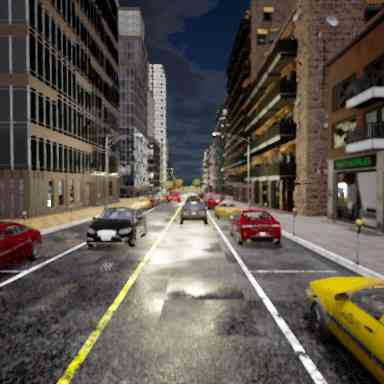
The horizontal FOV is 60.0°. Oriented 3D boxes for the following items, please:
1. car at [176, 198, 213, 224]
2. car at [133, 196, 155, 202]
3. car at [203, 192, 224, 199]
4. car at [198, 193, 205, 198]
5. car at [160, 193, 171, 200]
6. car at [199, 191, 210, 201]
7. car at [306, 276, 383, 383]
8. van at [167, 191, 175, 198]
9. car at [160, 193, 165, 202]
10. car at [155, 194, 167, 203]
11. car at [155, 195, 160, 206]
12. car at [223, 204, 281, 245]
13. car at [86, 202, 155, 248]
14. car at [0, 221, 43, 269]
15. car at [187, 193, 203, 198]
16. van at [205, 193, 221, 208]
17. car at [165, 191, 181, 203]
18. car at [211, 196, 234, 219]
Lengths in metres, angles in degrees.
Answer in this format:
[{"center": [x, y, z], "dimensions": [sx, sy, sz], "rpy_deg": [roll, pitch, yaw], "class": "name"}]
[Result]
[{"center": [0.112, 1.383, 23.285], "dimensions": [2.033, 1.411, 5.357], "rpy_deg": [0, 0, 0], "class": "car"}, {"center": [-5.654, 1.263, 37.591], "dimensions": [1.752, 1.417, 4.829], "rpy_deg": [-1, 0, 0], "class": "car"}, {"center": [2.689, 1.053, 37.630], "dimensions": [2.192, 1.841, 5.009], "rpy_deg": [-1, 0, 0], "class": "car"}, {"center": [2.724, 0.918, 94.608], "dimensions": [1.947, 1.339, 4.313], "rpy_deg": [-1, 0, 0], "class": "car"}, {"center": [-5.638, 0.946, 71.946], "dimensions": [1.967, 1.590, 4.097], "rpy_deg": [-1, 0, 0], "class": "car"}, {"center": [2.706, 0.822, 71.815], "dimensions": [2.192, 1.841, 5.009], "rpy_deg": [-1, 0, 0], "class": "car"}, {"center": [2.676, 1.499, 3.616], "dimensions": [1.752, 1.417, 4.829], "rpy_deg": [-1, 0, 0], "class": "car"}, {"center": [-5.631, 0.732, 89.039], "dimensions": [1.690, 1.788, 3.998], "rpy_deg": [-1, 0, 0], "class": "van"}, {"center": [-5.647, 1.211, 49.156], "dimensions": [2.008, 1.369, 4.403], "rpy_deg": [-1, 0, 0], "class": "car"}, {"center": [-5.642, 1.109, 60.382], "dimensions": [1.752, 1.417, 4.829], "rpy_deg": [-1, 0, 0], "class": "car"}, {"center": [-5.650, 1.243, 43.459], "dimensions": [1.887, 1.381, 4.507], "rpy_deg": [-1, 0, 0], "class": "car"}, {"center": [2.682, 1.440, 14.842], "dimensions": [1.887, 1.381, 4.507], "rpy_deg": [-1, 0, 0], "class": "car"}, {"center": [-3.092, 1.389, 14.429], "dimensions": [2.128, 1.511, 4.902], "rpy_deg": [0, 0, 0], "class": "car"}, {"center": [-5.667, 1.516, 9.273], "dimensions": [1.802, 1.307, 4.206], "rpy_deg": [-1, 0, 0], "class": "car"}, {"center": [0.120, 1.221, 40.986], "dimensions": [1.837, 1.490, 4.892], "rpy_deg": [0, 1, 0], "class": "car"}, {"center": [2.692, 1.040, 43.328], "dimensions": [1.690, 1.788, 3.998], "rpy_deg": [-1, 0, 0], "class": "van"}, {"center": [-3.033, 0.835, 55.826], "dimensions": [2.150, 2.045, 5.566], "rpy_deg": [0, 0, 1], "class": "car"}, {"center": [2.688, 1.340, 26.406], "dimensions": [1.752, 1.417, 4.829], "rpy_deg": [-1, 0, 0], "class": "car"}]
